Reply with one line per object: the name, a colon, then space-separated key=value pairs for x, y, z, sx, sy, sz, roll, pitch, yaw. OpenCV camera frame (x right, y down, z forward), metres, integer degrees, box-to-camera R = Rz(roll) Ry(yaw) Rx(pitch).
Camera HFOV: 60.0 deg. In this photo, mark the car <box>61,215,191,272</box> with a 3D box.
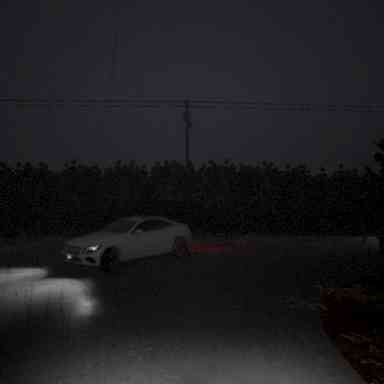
car: x=-1.932 y=1.525 z=11.026 sx=1.812 sy=1.442 sz=4.674 roll=-1 pitch=-1 yaw=40
